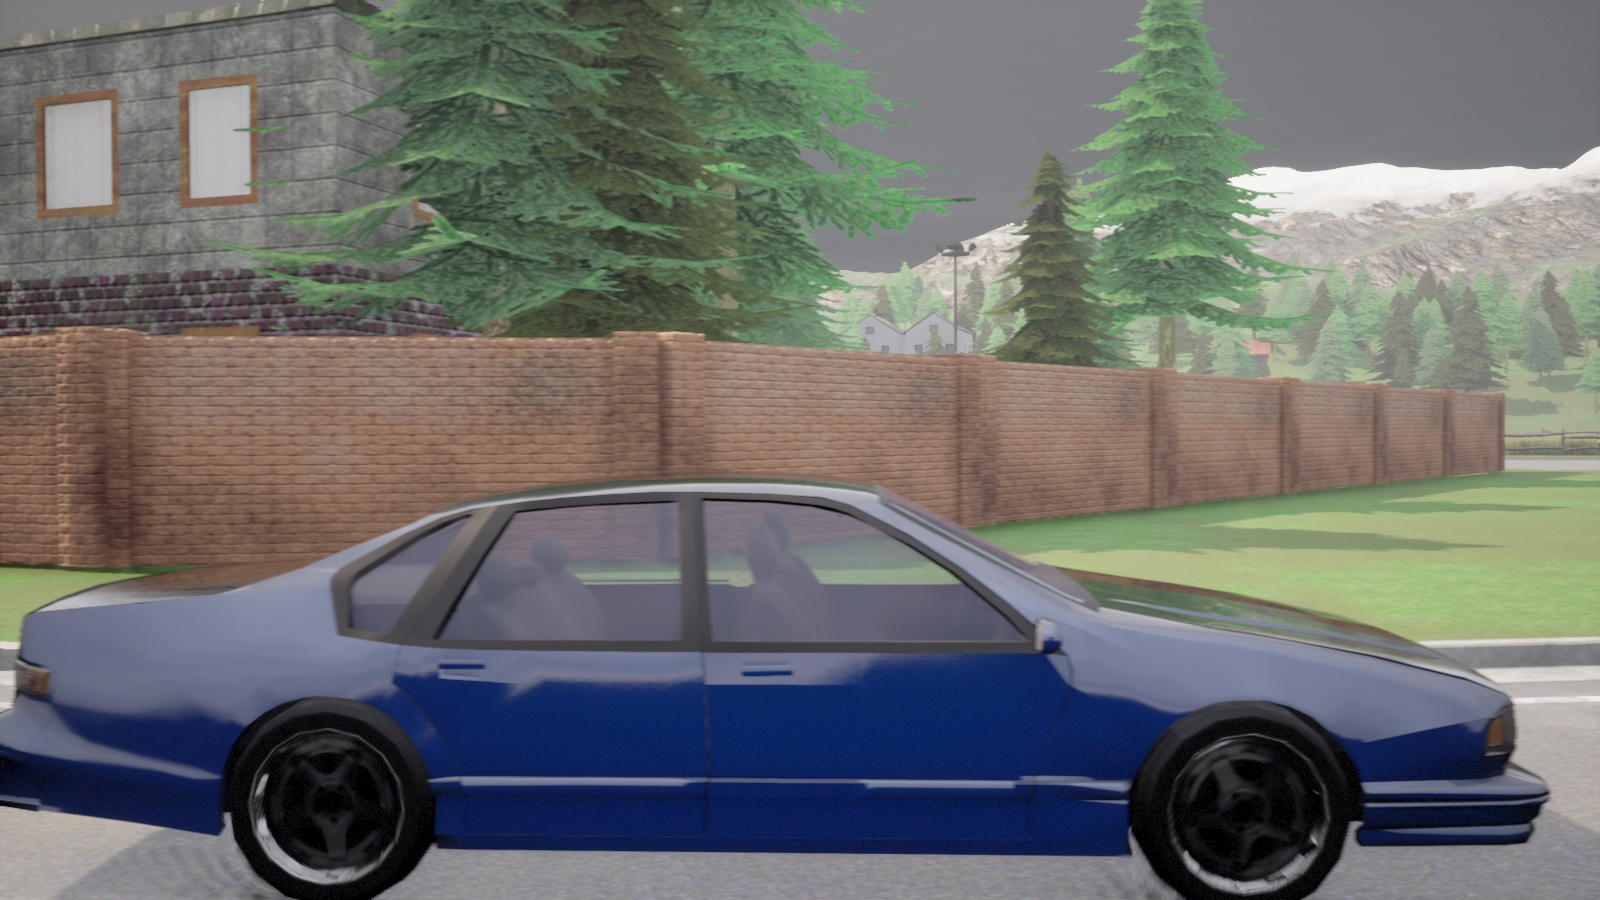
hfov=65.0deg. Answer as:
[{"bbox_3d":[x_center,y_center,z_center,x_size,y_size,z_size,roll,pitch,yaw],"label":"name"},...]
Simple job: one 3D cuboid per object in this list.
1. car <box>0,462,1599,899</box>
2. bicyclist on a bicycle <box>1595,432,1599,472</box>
[{"bbox_3d":[-0.115,0.794,4.972,5.357,1.411,2.033,0,1,2],"label":"car"},{"bbox_3d":[33.140,0.075,50.744,1.509,1.612,0.866,1,1,19],"label":"bicyclist on a bicycle"}]
